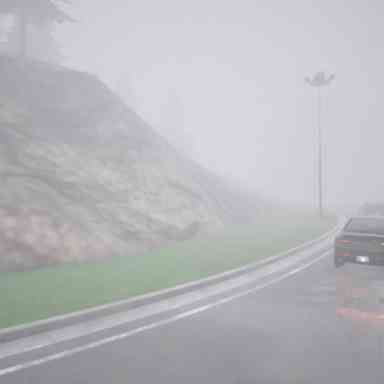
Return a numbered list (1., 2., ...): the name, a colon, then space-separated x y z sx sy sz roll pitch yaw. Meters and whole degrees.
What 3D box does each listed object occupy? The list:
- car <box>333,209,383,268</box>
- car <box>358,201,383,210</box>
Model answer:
1. car: 5.984 1.532 10.778 1.837 1.490 4.892 0 0 37
2. car: 15.950 1.575 29.382 1.837 1.490 4.892 0 0 21
